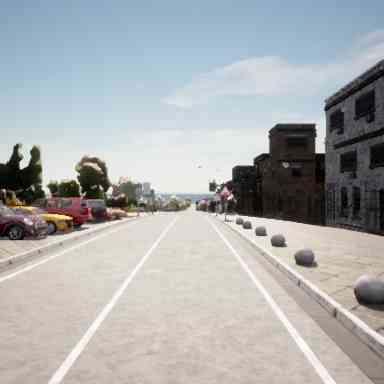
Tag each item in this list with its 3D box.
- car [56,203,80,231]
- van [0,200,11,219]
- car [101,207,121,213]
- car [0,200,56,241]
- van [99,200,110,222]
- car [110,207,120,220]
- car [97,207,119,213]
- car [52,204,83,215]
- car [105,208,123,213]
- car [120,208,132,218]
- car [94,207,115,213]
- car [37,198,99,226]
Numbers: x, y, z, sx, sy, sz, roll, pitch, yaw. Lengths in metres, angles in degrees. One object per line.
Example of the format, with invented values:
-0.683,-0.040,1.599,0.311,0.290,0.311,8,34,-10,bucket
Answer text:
-9.469,1.591,19.233,5.008,1.535,2.097,0,-1,-1,car
-21.705,1.841,34.892,4.442,1.987,1.878,0,-2,0,van
-21.779,4.858,89.661,5.008,1.535,2.097,0,-3,0,car
-9.469,1.395,16.201,4.553,1.767,2.185,0,-1,-1,car
-9.641,1.614,28.345,4.442,1.987,1.878,0,-2,0,van
-9.569,1.813,31.377,4.553,1.767,2.185,0,-2,0,car
-21.782,4.684,86.392,4.892,1.521,2.231,0,-3,0,car
-21.941,3.079,58.827,4.553,1.767,2.185,0,-3,0,car
-21.757,5.066,92.803,4.674,1.452,2.002,0,-3,0,car
-9.366,2.041,34.290,5.366,1.575,1.946,0,-2,0,car
-21.800,4.547,83.119,4.674,1.452,2.002,0,-3,0,car
-9.519,1.409,22.156,5.566,2.045,2.435,0,-2,0,car
